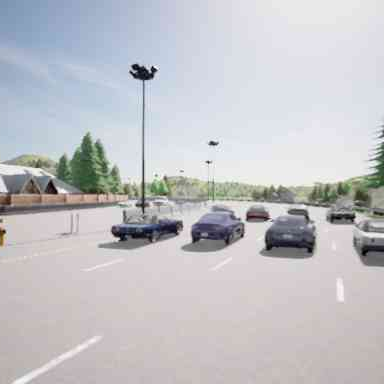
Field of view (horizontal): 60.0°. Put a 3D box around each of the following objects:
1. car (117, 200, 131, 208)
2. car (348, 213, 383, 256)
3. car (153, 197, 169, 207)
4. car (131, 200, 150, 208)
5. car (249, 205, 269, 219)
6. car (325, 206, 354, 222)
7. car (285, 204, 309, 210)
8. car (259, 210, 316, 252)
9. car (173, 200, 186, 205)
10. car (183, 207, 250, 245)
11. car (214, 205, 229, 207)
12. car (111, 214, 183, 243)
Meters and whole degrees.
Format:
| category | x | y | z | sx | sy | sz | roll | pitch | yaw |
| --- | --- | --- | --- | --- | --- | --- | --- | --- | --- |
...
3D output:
| category | x | y | z | sx | sy | sz | roll | pitch | yaw |
| --- | --- | --- | --- | --- | --- | --- | --- | --- | --- |
| car | -12.745 | 2.229 | 63.210 | 1.812 | 1.442 | 4.674 | 0 | -1 | 6 |
| car | 7.655 | 1.741 | 13.444 | 1.895 | 1.301 | 4.718 | 0 | -1 | 21 |
| car | -5.804 | 1.910 | 62.498 | 2.150 | 2.045 | 5.566 | 0 | -1 | 6 |
| car | -9.321 | 2.171 | 62.582 | 1.882 | 1.535 | 5.008 | 0 | -1 | 6 |
| car | 6.186 | 1.900 | 31.209 | 1.994 | 1.385 | 4.181 | 0 | -1 | 16 |
| car | 12.857 | 1.906 | 29.070 | 1.895 | 1.301 | 4.718 | 0 | -1 | 16 |
| car | 9.566 | 1.815 | 30.297 | 2.128 | 1.511 | 4.902 | 0 | -1 | 16 |
| car | 4.474 | 1.724 | 14.920 | 1.994 | 1.385 | 4.181 | 0 | -1 | 21 |
| car | -2.308 | 2.178 | 62.493 | 2.128 | 1.511 | 4.902 | 0 | -1 | 6 |
| car | 1.385 | 1.707 | 16.636 | 1.812 | 1.442 | 4.674 | 0 | 0 | 21 |
| car | 2.864 | 1.916 | 32.313 | 1.994 | 1.385 | 4.181 | 0 | -1 | 16 |
| car | -2.102 | 1.794 | 17.322 | 1.895 | 1.301 | 4.718 | 0 | -1 | 21 |
